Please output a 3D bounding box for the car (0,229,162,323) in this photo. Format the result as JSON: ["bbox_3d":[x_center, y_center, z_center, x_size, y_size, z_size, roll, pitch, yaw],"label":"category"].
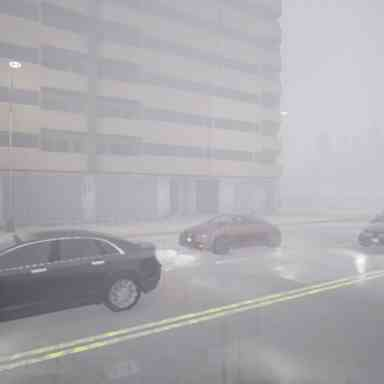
[{"bbox_3d":[-2.940,1.505,6.244,4.892,1.490,1.837,0,0,-32],"label":"car"}]

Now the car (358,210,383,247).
[{"bbox_3d":[8.813,1.526,13.644,4.674,1.442,1.812,0,0,-32],"label":"car"}]

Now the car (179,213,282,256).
[{"bbox_3d":[1.586,1.564,13.232,4.181,1.385,1.994,0,0,-32],"label":"car"}]
